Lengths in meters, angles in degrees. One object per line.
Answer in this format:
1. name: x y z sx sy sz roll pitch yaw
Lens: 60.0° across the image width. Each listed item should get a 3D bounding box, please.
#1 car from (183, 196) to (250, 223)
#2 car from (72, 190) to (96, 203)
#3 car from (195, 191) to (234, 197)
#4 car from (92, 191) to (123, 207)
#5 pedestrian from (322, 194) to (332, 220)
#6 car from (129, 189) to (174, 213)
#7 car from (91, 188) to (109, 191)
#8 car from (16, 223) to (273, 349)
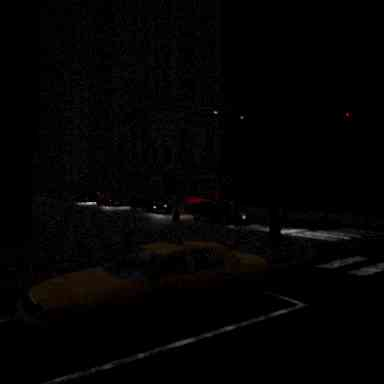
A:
1. car: 1.850 1.262 22.906 2.128 1.511 4.902 0 1 -36
2. car: -15.495 0.767 47.193 1.994 1.385 4.181 0 1 -35
3. car: 1.490 0.911 28.937 2.150 2.045 5.566 0 1 -36
4. car: -9.686 0.915 39.021 1.812 1.442 4.674 0 1 -36
5. pedestrian: 9.343 1.030 23.155 0.375 1.860 0.375 2 -1 -36
6. car: -3.885 0.801 30.912 2.150 2.045 5.566 0 1 -35
7. car: -14.485 0.395 51.200 2.150 2.045 5.566 0 1 -36
8. car: -0.555 1.545 6.255 4.829 1.417 1.752 0 0 -36
